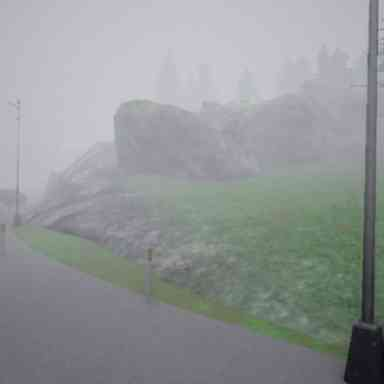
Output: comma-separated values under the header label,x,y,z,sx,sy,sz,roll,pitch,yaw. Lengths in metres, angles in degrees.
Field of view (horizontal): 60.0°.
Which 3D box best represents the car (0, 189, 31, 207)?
label,x,y,z,sx,sy,sz,roll,pitch,yaw
car,-21.461,0.657,39.059,2.150,2.045,5.566,1,0,-4
